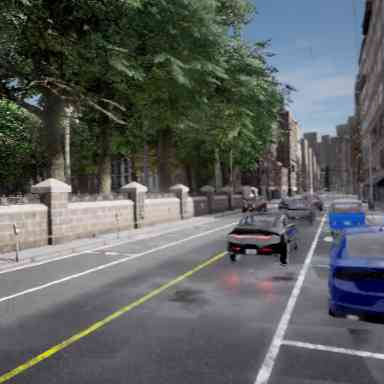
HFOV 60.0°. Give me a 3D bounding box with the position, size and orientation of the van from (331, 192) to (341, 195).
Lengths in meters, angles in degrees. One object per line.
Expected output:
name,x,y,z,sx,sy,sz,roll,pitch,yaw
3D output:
van,14.775,1.179,33.124,1.690,1.788,3.998,-2,0,23

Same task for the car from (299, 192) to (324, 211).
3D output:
car,13.928,1.239,38.391,2.097,1.767,4.553,-2,0,23

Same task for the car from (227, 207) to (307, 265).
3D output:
car,2.663,1.502,11.847,2.128,1.511,4.902,-2,0,23

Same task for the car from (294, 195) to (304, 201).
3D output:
car,26.288,1.353,81.609,2.008,1.369,4.403,-2,0,23

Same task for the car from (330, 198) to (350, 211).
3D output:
car,17.011,1.377,38.325,1.947,1.339,4.313,-2,0,23

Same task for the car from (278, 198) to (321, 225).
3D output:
car,7.764,1.448,23.748,2.128,1.511,4.902,-2,-1,23

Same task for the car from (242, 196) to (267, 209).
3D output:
car,6.926,1.364,36.445,2.192,1.841,5.009,-2,0,23

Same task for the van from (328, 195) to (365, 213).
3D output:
van,8.085,1.254,17.516,1.690,1.788,3.998,-2,0,23

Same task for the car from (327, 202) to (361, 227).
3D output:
car,10.320,1.434,22.717,1.887,1.381,4.507,-2,0,23

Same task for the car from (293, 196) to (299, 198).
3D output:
car,12.026,1.516,41.652,1.994,1.385,4.181,-2,0,24

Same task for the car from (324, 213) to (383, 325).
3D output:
car,3.879,1.429,6.972,1.882,1.535,5.008,-2,0,23

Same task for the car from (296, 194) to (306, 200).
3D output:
car,28.435,1.322,86.620,1.887,1.381,4.507,-2,0,23
